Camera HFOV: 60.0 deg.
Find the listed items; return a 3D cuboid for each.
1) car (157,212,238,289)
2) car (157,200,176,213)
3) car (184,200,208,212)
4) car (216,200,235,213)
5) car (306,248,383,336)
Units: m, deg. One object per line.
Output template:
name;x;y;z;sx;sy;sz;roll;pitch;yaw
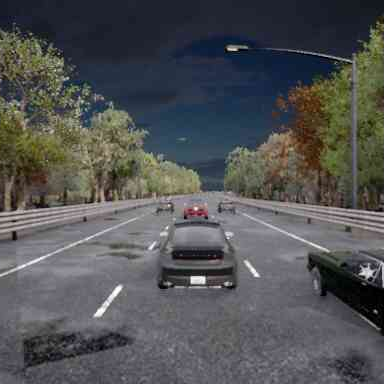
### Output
car;0.129;1.548;9.229;1.837;1.490;4.892;0;0;0
car;-3.018;1.661;39.227;2.128;1.511;4.902;0;0;1
car;0.337;1.484;30.393;2.097;1.767;4.553;0;0;0
car;3.987;1.662;39.371;2.128;1.511;4.902;0;0;1
car;3.613;1.627;5.758;1.895;1.301;4.718;0;0;0
